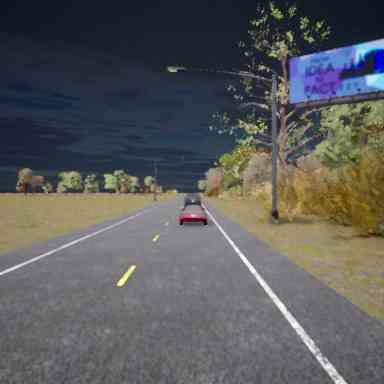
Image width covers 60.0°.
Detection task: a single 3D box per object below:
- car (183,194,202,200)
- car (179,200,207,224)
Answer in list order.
[{"bbox_3d":[0.082,1.215,42.825,2.150,2.045,5.566,0,0,0],"label":"car"},{"bbox_3d":[0.096,1.561,24.586,1.994,1.385,4.181,0,0,0],"label":"car"}]
